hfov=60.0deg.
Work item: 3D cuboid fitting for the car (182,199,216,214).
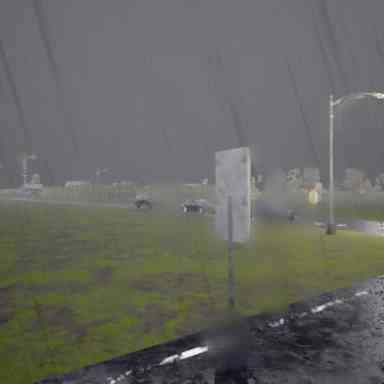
[{"bbox_3d":[0.792,1.468,34.795,1.837,1.490,4.892,-1,0,-35],"label":"car"}]

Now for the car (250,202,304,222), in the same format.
[{"bbox_3d":[6.258,1.515,26.586,2.033,1.411,5.357,-1,0,-33],"label":"car"}]

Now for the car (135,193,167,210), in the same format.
[{"bbox_3d":[-5.449,1.182,43.463,2.150,2.045,5.566,-1,0,-37],"label":"car"}]
